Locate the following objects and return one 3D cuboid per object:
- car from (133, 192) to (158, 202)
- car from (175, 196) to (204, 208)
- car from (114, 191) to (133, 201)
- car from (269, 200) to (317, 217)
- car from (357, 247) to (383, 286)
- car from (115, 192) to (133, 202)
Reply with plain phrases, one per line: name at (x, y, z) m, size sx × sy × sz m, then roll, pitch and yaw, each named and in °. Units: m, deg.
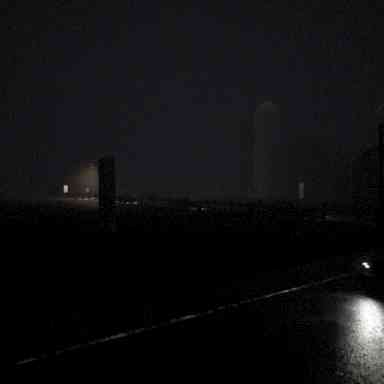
car at (-7.837, 0.864, 58.067) m, size 2.097 × 1.767 × 4.553 m, roll -1°, pitch 1°, yaw -35°
car at (-0.437, 1.219, 42.892) m, size 1.812 × 1.442 × 4.674 m, roll -1°, pitch 1°, yaw -36°
car at (-13.619, 0.766, 66.010) m, size 2.097 × 1.767 × 4.553 m, roll -1°, pitch 1°, yaw -36°
car at (8.998, 1.409, 29.830) m, size 1.994 × 1.385 × 4.181 m, roll -1°, pitch 1°, yaw -36°
car at (6.421, 1.550, 8.286) m, size 5.357 × 1.411 × 2.033 m, roll 0°, pitch 0°, yaw -33°
car at (-11.416, 0.861, 58.209) m, size 2.097 × 1.767 × 4.553 m, roll -1°, pitch 1°, yaw -35°
